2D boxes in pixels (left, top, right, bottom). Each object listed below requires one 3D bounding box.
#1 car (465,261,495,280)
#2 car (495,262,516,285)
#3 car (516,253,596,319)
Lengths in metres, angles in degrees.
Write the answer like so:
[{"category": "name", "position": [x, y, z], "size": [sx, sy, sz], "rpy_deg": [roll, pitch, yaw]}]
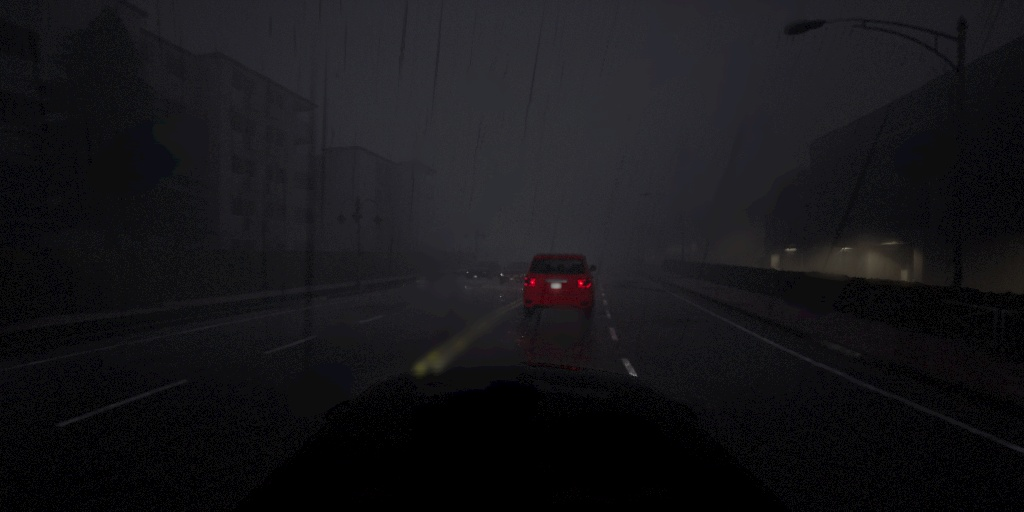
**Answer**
[{"category": "car", "position": [-2.077, 1.101, 28.750], "size": [2.033, 1.411, 5.357], "rpy_deg": [0, 0, 13]}, {"category": "car", "position": [0.483, 1.128, 24.155], "size": [1.812, 1.442, 4.674], "rpy_deg": [0, 0, 13]}, {"category": "car", "position": [1.789, 0.911, 12.835], "size": [2.150, 2.045, 5.566], "rpy_deg": [0, 1, 11]}]
